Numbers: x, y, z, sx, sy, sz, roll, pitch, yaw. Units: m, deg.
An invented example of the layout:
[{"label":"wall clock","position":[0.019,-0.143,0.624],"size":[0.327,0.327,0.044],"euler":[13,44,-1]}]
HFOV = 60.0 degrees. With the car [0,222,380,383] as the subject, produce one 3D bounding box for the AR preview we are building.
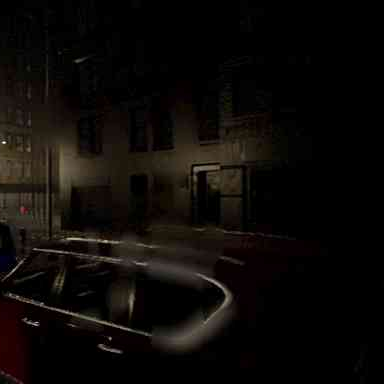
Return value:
[{"label":"car","position":[-0.776,1.339,3.637],"size":[5.009,1.841,2.192],"euler":[-1,0,36]}]
